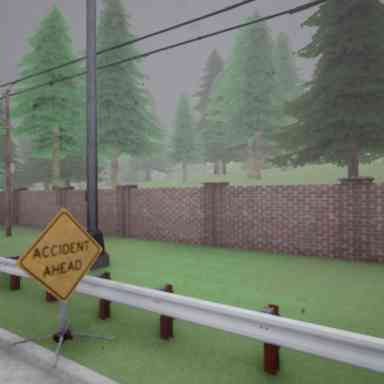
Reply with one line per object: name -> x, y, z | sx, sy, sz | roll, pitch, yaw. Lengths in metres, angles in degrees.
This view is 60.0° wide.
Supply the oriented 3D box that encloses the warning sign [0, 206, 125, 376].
warning sign -> -1.787, 1.153, 4.591 | 1.060, 1.860, 1.300 | -1, 0, 35
